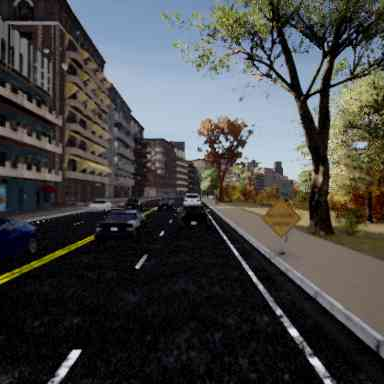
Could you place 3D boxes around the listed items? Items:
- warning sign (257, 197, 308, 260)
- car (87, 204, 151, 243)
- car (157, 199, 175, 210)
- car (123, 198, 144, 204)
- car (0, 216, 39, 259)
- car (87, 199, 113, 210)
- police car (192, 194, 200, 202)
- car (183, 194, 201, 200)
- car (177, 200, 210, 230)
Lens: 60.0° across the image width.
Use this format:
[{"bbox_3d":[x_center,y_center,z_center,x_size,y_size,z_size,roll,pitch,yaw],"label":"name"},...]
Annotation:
[{"bbox_3d":[2.842,1.111,10.592,1.300,1.860,1.060,-1,-1,0],"label":"warning sign"},{"bbox_3d":[-3.149,1.541,15.950,2.033,1.411,5.357,0,0,0],"label":"car"},{"bbox_3d":[-3.235,1.589,42.255,1.895,1.301,4.718,0,0,0],"label":"car"},{"bbox_3d":[-6.566,1.496,37.584,1.837,1.490,4.892,0,-1,0],"label":"car"},{"bbox_3d":[-6.601,1.522,10.674,1.812,1.442,4.674,0,0,0],"label":"car"},{"bbox_3d":[-9.825,1.515,35.849,1.812,1.442,4.674,0,0,0],"label":"car"},{"bbox_3d":[0.971,1.416,80.696,1.930,1.638,5.238,0,0,0],"label":"police car"},{"bbox_3d":[0.036,1.211,44.089,2.150,2.045,5.566,0,0,0],"label":"car"},{"bbox_3d":[0.101,1.497,21.269,1.837,1.490,4.892,0,0,0],"label":"car"}]
